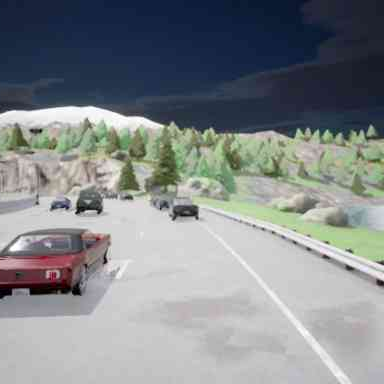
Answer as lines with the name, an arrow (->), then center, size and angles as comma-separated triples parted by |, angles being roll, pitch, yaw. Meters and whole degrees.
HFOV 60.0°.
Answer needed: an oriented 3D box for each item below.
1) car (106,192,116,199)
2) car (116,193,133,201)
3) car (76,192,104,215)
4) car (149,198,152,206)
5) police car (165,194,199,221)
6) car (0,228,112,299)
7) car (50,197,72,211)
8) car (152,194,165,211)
car -> -18.425, 0.840, 76.390 | 2.128, 1.511, 4.902 | -1, 1, -28
car -> -12.592, 0.963, 63.772 | 1.837, 1.490, 4.892 | -1, 1, -24
car -> -9.571, 1.010, 31.356 | 2.150, 2.045, 5.566 | 0, 1, -13
car -> -4.252, 1.093, 42.365 | 1.837, 1.490, 4.892 | -1, 1, -15
police car -> -0.707, 1.155, 25.016 | 1.930, 1.638, 5.238 | -1, 1, -8
car -> -3.306, 1.554, 8.385 | 1.895, 1.301, 4.718 | -1, 1, -4
car -> -14.693, 1.321, 37.370 | 1.812, 1.442, 4.674 | 0, 1, -15
car -> -2.690, 0.989, 35.834 | 2.097, 1.767, 4.553 | -1, 1, -12
